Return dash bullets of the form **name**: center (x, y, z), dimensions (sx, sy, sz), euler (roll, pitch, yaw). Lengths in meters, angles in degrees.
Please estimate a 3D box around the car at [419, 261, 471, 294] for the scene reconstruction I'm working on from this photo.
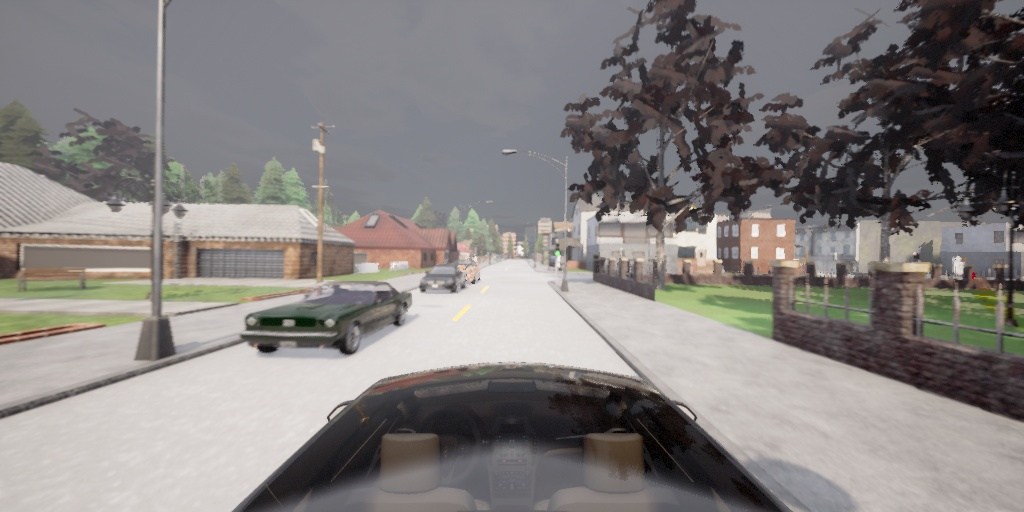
- **car**: center (-3.683, 1.215, 19.803), dimensions (1.812, 1.442, 4.674), euler (1, 0, 2)

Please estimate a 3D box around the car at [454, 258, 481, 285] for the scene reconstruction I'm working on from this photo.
- **car**: center (-3.483, 0.983, 25.772), dimensions (2.097, 1.767, 4.553), euler (1, 0, 1)

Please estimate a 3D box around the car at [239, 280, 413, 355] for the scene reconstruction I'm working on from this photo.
- **car**: center (-3.968, 1.285, 8.652), dimensions (1.895, 1.301, 4.718), euler (1, 0, 1)
